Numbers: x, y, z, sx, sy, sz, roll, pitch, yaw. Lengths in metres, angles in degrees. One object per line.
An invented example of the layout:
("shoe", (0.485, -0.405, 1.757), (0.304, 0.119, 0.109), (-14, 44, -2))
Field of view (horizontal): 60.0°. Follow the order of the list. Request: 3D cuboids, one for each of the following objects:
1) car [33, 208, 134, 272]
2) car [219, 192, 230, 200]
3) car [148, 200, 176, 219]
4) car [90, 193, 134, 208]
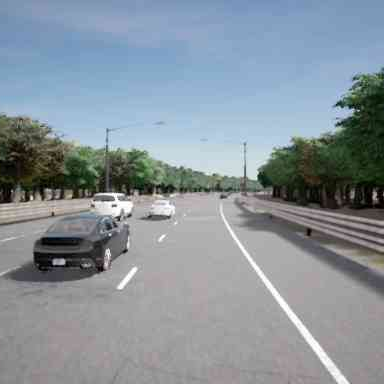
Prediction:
("car", (-3.220, 1.466, 10.617), (1.837, 1.490, 4.892), (0, 0, 1))
("car", (7.969, 1.139, 83.770), (1.837, 1.490, 4.892), (0, 0, 9))
("car", (-2.478, 1.421, 27.938), (1.812, 1.442, 4.674), (0, 0, 3))
("car", (-6.107, 1.121, 25.904), (2.150, 2.045, 5.566), (0, 0, 3))
